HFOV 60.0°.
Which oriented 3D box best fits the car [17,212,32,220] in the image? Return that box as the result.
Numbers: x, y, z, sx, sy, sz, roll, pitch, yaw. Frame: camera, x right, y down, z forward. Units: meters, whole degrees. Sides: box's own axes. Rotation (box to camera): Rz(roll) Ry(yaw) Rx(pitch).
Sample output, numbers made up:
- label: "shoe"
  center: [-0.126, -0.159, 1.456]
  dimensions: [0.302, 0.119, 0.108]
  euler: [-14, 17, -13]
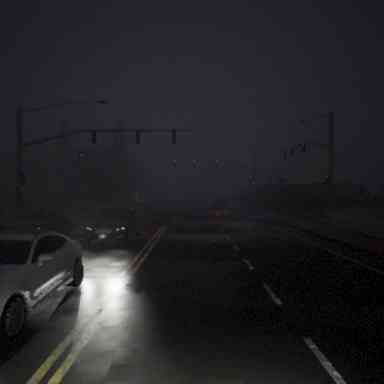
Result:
- label: "car"
  center: [-7.070, 1.533, 9.699]
  dimensions: [2.033, 1.411, 5.357]
  euler: [0, 0, 0]

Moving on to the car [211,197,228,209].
- label: "car"
  center: [3.594, 1.424, 43.534]
  dimensions: [2.128, 1.511, 4.902]
  euler: [0, 0, 0]

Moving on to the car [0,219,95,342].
- label: "car"
  center: [-3.575, 1.515, 6.590]
  dimensions: [1.812, 1.442, 4.674]
  euler: [0, 0, 0]

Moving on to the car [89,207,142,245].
- label: "car"
  center: [-3.502, 1.468, 15.501]
  dimensions: [2.128, 1.511, 4.902]
  euler: [0, 0, 0]

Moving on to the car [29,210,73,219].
- label: "car"
  center: [-7.002, 1.540, 15.501]
  dimensions: [1.994, 1.385, 4.181]
  euler: [0, 0, 0]
